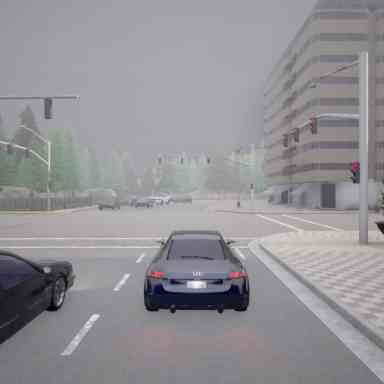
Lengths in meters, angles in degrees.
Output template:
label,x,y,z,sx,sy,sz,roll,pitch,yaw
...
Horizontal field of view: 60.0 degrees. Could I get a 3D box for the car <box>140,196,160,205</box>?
label,x,y,z,sx,sy,sz,roll,pitch,yaw
car,-7.769,1.526,62.177,1.812,1.442,4.674,0,0,20

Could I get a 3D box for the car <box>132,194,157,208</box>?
label,x,y,z,sx,sy,sz,roll,pitch,yaw
car,-6.778,1.477,47.586,1.882,1.535,5.008,0,0,3

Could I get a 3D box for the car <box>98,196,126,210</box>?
label,x,y,z,sx,sy,sz,roll,pitch,yaw
car,-10.477,1.547,42.820,2.033,1.411,5.357,0,0,1

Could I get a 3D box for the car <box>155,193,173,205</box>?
label,x,y,z,sx,sy,sz,roll,pitch,yaw
car,-5.551,1.221,57.604,2.150,2.045,5.566,0,0,15

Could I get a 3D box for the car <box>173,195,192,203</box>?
label,x,y,z,sx,sy,sz,roll,pitch,yaw
car,-1.819,1.352,67.117,2.097,1.767,4.553,0,0,28

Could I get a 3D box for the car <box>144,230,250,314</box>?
label,x,y,z,sx,sy,sz,roll,pitch,yaw
car,0.090,1.564,7.729,1.994,1.385,4.181,0,0,0

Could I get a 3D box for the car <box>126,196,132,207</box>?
label,x,y,z,sx,sy,sz,roll,pitch,yaw
car,-9.853,1.352,52.283,2.097,1.767,4.553,0,0,6

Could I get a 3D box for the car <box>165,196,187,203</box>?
label,x,y,z,sx,sy,sz,roll,pitch,yaw
car,-3.375,1.540,71.564,2.033,1.411,5.357,0,0,31

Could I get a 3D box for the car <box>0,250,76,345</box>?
label,x,y,z,sx,sy,sz,roll,pitch,yaw
car,-3.428,1.547,4.694,2.033,1.411,5.357,0,0,0
